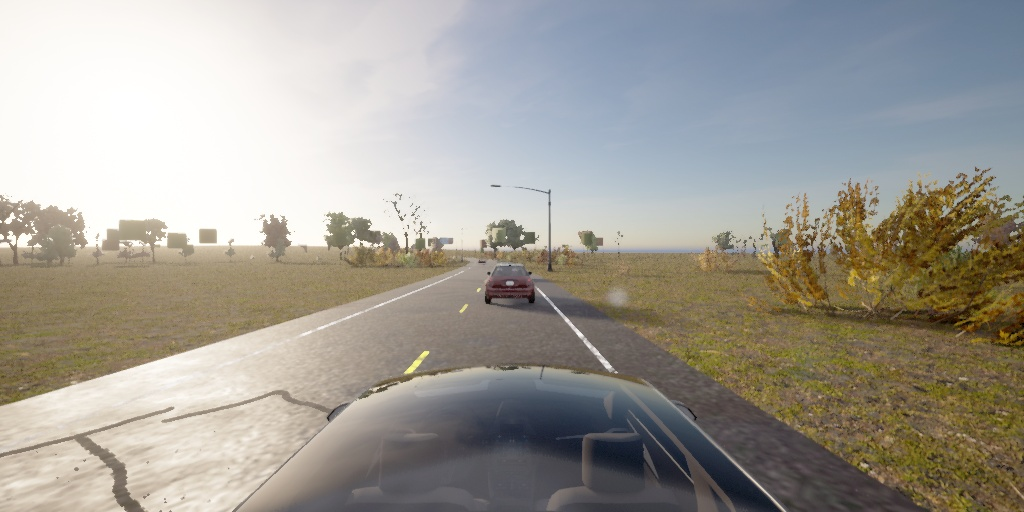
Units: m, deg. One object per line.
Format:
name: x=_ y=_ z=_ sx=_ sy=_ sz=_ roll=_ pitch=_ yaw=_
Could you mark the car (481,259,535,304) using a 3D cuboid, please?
car: x=-0.114 y=1.110 z=16.530 sx=2.097 sy=1.767 sz=4.553 roll=0 pitch=0 yaw=-1
